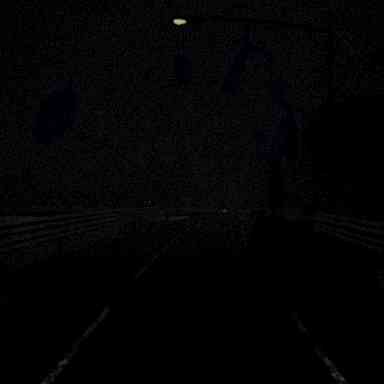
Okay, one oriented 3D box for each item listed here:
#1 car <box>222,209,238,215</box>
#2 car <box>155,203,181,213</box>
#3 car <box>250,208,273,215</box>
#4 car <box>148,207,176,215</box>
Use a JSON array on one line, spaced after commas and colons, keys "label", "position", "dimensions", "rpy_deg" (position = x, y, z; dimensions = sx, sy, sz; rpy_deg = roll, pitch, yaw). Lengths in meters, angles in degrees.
[{"label": "car", "position": [9.031, 4.656, 78.451], "dimensions": [2.128, 1.511, 4.902], "rpy_deg": [-3, -5, 41]}, {"label": "car", "position": [-3.073, 3.045, 58.160], "dimensions": [5.566, 2.045, 2.150], "rpy_deg": [3, -4, -37]}, {"label": "car", "position": [15.918, 4.358, 75.757], "dimensions": [2.097, 1.767, 4.553], "rpy_deg": [-2, -4, 38]}, {"label": "car", "position": [-5.799, 3.731, 64.860], "dimensions": [4.902, 1.511, 2.128], "rpy_deg": [3, -4, -38]}]
